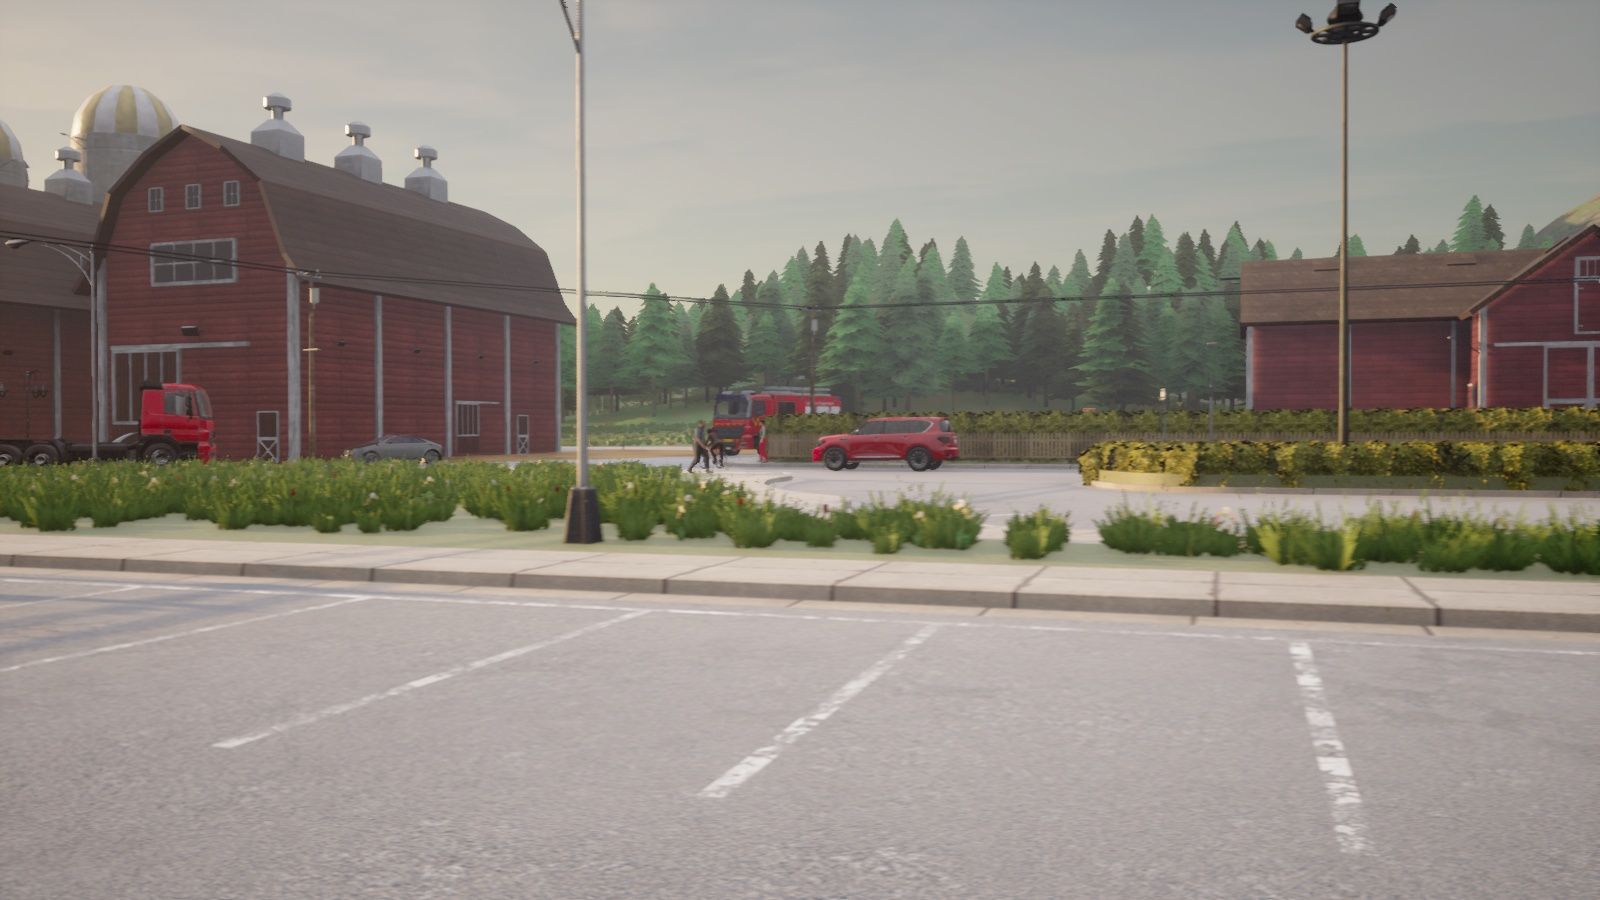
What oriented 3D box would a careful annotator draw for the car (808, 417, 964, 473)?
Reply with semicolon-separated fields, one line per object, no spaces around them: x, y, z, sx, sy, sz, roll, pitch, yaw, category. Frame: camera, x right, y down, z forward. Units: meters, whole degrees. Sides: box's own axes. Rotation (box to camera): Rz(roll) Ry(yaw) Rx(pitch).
3.289;-0.212;48.013;5.566;2.045;2.150;0;1;19;car

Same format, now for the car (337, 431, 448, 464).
-17.802;-0.122;54.865;4.181;1.385;1.994;-1;1;-37;car

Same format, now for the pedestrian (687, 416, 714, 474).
-3.193;-0.177;40.383;0.694;1.848;0.540;1;1;29;pedestrian

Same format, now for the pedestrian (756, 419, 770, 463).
-1.560;-0.378;53.233;0.594;1.836;0.345;0;1;-1;pedestrian

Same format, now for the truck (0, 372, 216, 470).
-26.101;-1.029;46.446;7.936;3.462;2.891;0;1;-20;truck

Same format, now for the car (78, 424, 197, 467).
-25.982;-0.188;49.262;3.988;1.617;1.851;-1;1;-32;car

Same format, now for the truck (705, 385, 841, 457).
-1.391;-1.623;70.605;2.891;3.827;8.468;1;1;38;truck
